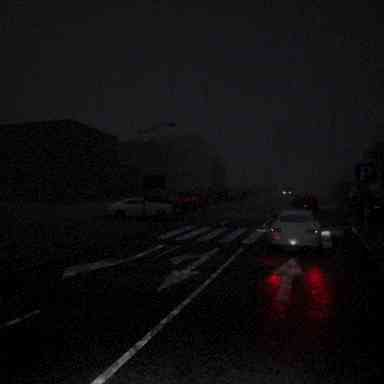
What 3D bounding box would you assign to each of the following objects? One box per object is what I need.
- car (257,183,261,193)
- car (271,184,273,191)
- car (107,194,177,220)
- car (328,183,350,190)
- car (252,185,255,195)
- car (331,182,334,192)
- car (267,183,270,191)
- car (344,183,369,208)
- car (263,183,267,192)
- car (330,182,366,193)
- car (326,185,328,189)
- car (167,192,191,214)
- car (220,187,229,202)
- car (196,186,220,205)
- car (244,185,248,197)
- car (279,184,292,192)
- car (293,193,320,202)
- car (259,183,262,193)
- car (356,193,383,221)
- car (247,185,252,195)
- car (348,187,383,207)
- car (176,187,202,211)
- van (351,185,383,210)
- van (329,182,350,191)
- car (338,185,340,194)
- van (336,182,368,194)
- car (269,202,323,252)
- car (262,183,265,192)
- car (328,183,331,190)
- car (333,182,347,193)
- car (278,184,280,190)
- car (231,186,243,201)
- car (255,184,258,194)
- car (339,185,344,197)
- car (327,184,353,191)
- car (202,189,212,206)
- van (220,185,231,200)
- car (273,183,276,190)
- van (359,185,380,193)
[{"bbox_3d":[9.201,-0.298,59.696,5.008,1.535,2.097,-2,2,0],"label":"car"},{"bbox_3d":[15.064,-0.844,76.223,5.366,1.575,1.946,-1,1,0],"label":"car"},{"bbox_3d":[-3.679,1.128,23.714,4.674,1.452,2.002,-2,1,-1],"label":"car"},{"bbox_3d":[37.124,-1.304,84.037,4.553,1.767,2.185,0,1,1],"label":"car"},{"bbox_3d":[7.200,-0.084,54.182,4.892,1.521,2.231,-2,2,0],"label":"car"},{"bbox_3d":[24.771,-0.444,50.336,5.566,2.045,2.435,0,2,0],"label":"car"},{"bbox_3d":[13.229,-0.686,70.715,5.008,1.535,2.097,-1,2,0],"label":"car"},{"bbox_3d":[15.012,0.548,25.091,5.566,2.045,2.435,0,2,2],"label":"car"},{"bbox_3d":[12.239,-0.722,67.953,4.553,1.767,2.185,-2,2,0],"label":"car"},{"bbox_3d":[28.874,-0.866,61.585,5.566,2.045,2.435,0,2,0],"label":"car"},{"bbox_3d":[31.760,-0.877,70.011,5.366,1.575,1.946,0,2,0],"label":"car"},{"bbox_3d":[-2.667,1.010,26.496,4.792,1.488,2.163,-2,1,0],"label":"car"},{"bbox_3d":[1.239,0.553,37.610,5.008,1.535,2.097,-2,1,0],"label":"car"},{"bbox_3d":[0.285,0.534,34.821,4.553,1.767,2.185,-2,2,0],"label":"car"},{"bbox_3d":[5.235,0.156,48.664,4.792,1.488,2.163,-2,1,0],"label":"car"},{"bbox_3d":[21.085,-0.785,73.503,2.033,1.411,5.357,0,1,20],"label":"car"},{"bbox_3d":[9.409,0.790,27.393,1.882,1.535,5.008,0,2,20],"label":"car"},{"bbox_3d":[10.226,-0.528,62.447,4.553,1.767,2.185,-2,2,0],"label":"car"},{"bbox_3d":[12.844,1.018,19.529,5.008,1.535,2.097,0,2,2],"label":"car"},{"bbox_3d":[6.192,0.021,51.427,5.008,1.535,2.097,-2,1,0],"label":"car"},{"bbox_3d":[17.203,0.453,30.685,4.553,1.767,2.185,0,2,1],"label":"car"},{"bbox_3d":[-1.686,0.748,29.265,4.553,1.767,2.185,-2,2,0],"label":"car"},{"bbox_3d":[16.021,0.463,27.884,4.442,1.987,1.878,0,2,2],"label":"van"},{"bbox_3d":[35.991,-1.357,81.223,4.442,1.987,1.878,0,1,1],"label":"van"},{"bbox_3d":[21.606,0.167,41.892,4.792,1.488,2.163,0,2,1],"label":"car"},{"bbox_3d":[26.910,-0.637,55.963,4.442,1.987,1.878,0,2,0],"label":"van"},{"bbox_3d":[4.183,1.383,13.299,1.812,1.442,4.674,0,2,20],"label":"car"},{"bbox_3d":[11.203,-0.462,65.217,4.674,1.452,2.002,-2,1,0],"label":"car"},{"bbox_3d":[27.633,-0.518,58.782,5.366,1.575,1.946,0,2,0],"label":"car"},{"bbox_3d":[22.675,-0.224,44.698,5.566,2.045,2.435,0,2,1],"label":"car"},{"bbox_3d":[21.377,-1.179,92.718,5.008,1.535,2.097,-1,0,1],"label":"car"},{"bbox_3d":[3.408,0.332,43.141,5.366,1.575,1.946,-2,1,0],"label":"car"},{"bbox_3d":[8.202,-0.190,56.936,4.892,1.521,2.231,-2,2,0],"label":"car"},{"bbox_3d":[20.510,0.249,39.078,4.892,1.521,2.231,0,2,1],"label":"car"},{"bbox_3d":[34.878,-1.078,78.423,5.366,1.575,1.946,0,2,0],"label":"car"},{"bbox_3d":[-0.757,0.798,32.049,4.792,1.488,2.163,-2,2,0],"label":"car"},{"bbox_3d":[2.109,0.225,40.369,4.442,1.987,1.878,-2,2,0],"label":"van"},{"bbox_3d":[16.229,-1.164,78.962,5.566,2.045,2.435,-1,1,0],"label":"car"},{"bbox_3d":[14.061,0.683,22.307,4.442,1.987,1.878,0,2,2],"label":"van"}]
